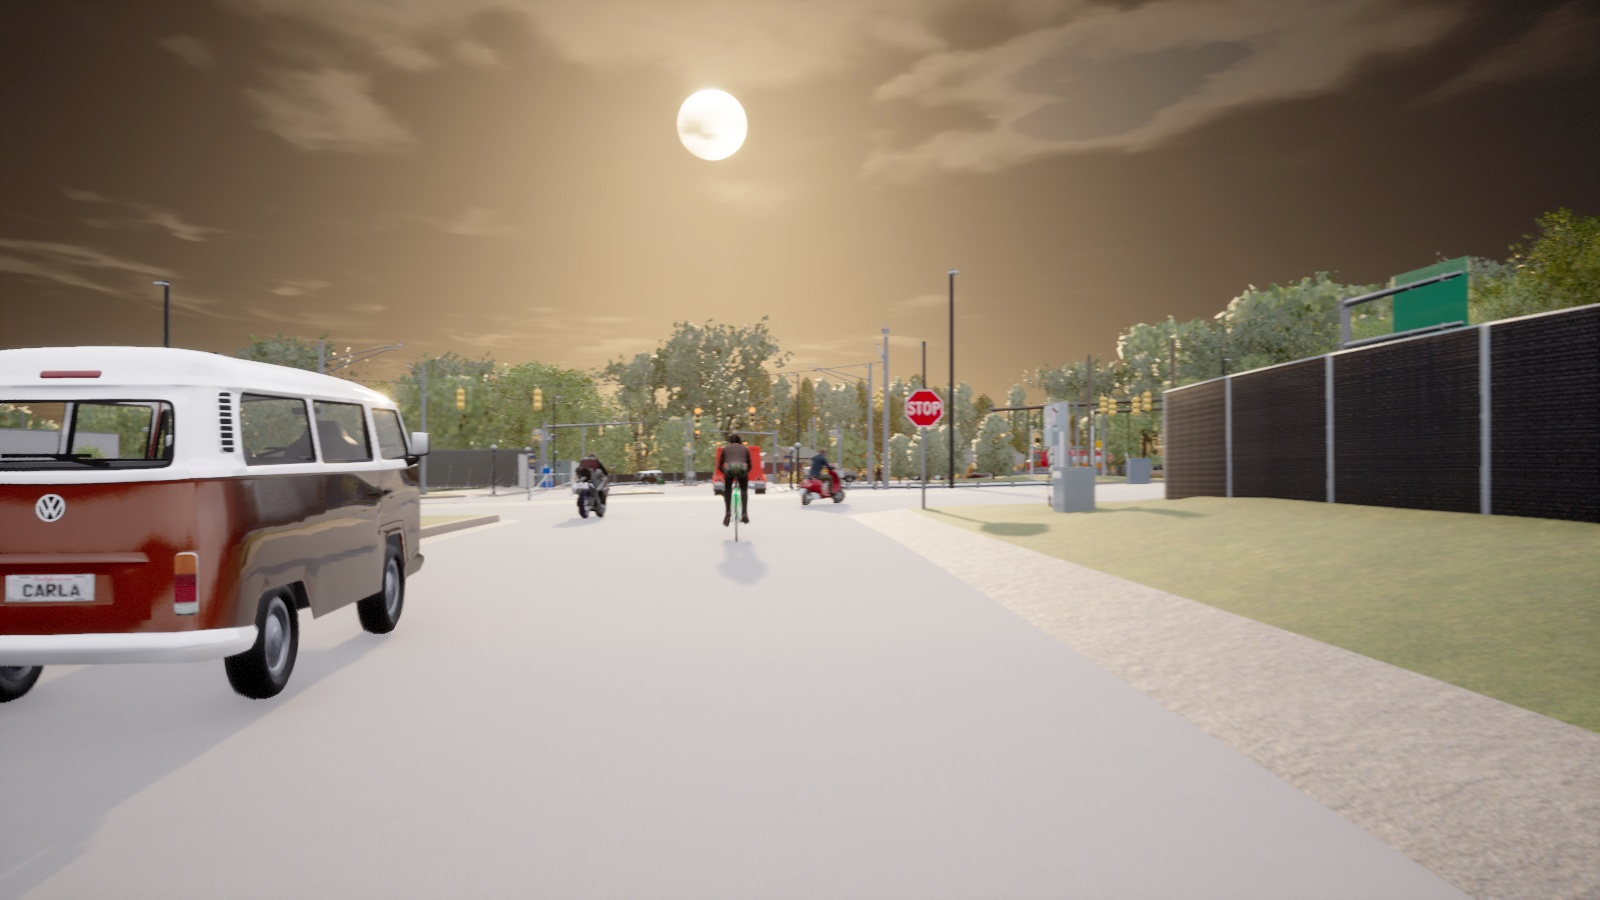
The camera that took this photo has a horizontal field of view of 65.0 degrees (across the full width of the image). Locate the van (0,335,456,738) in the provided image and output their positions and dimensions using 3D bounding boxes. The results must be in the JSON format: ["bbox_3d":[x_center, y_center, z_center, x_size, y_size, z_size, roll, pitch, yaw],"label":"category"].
[{"bbox_3d":[-3.914,0.422,8.597,2.069,2.038,4.480,0,0,-3],"label":"van"}]

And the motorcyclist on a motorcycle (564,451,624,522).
[{"bbox_3d":[-4.665,0.815,28.596,0.866,1.530,2.191,-1,-1,4],"label":"motorcyclist on a motorcycle"}]

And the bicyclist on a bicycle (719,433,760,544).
[{"bbox_3d":[-0.928,0.570,19.178,0.582,1.620,1.656,0,-1,-3],"label":"bicyclist on a bicycle"}]

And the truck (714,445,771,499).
[{"bbox_3d":[-2.791,1.126,61.843,2.627,2.467,5.204,-1,-2,-2],"label":"truck"}]

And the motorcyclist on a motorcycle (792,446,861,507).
[{"bbox_3d":[0.739,0.721,34.662,0.866,1.590,1.817,4,3,44],"label":"motorcyclist on a motorcycle"}]
